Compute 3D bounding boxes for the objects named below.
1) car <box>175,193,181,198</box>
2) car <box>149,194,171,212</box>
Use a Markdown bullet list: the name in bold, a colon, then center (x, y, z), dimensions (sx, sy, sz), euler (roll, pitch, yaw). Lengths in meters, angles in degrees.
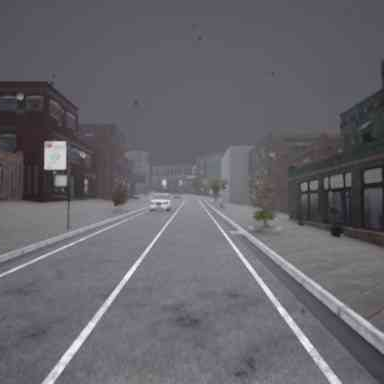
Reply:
- **car**: center (-3.512, 1.092, 80.230), dimensions (1.812, 1.442, 4.674), euler (0, 1, 0)
- **car**: center (-3.572, 1.209, 38.445), dimensions (2.150, 2.045, 5.566), euler (0, 0, 0)
